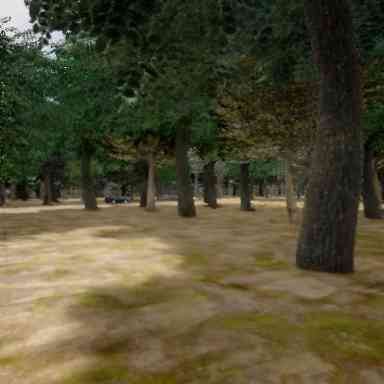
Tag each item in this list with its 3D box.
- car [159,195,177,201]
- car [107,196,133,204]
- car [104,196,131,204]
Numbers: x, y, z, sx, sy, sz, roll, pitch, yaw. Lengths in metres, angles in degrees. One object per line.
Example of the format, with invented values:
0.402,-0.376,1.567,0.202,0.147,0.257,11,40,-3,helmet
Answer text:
-4.993,1.281,74.037,2.033,1.411,5.357,-3,-1,38,car
-14.609,1.552,67.377,2.128,1.511,4.902,-3,-1,38,car
-14.135,1.440,62.290,1.837,1.490,4.892,-3,-1,38,car
